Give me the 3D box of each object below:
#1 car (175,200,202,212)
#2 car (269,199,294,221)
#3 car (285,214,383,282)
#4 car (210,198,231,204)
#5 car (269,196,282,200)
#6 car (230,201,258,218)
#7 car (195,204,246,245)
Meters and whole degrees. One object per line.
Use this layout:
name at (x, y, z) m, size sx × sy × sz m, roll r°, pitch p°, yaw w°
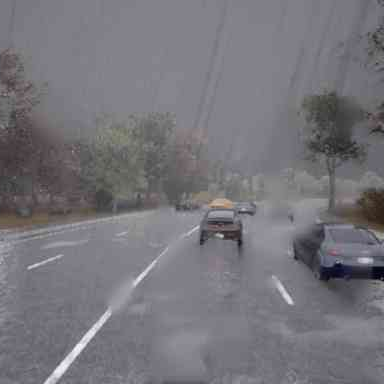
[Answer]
car at (-0.391, 1.598, 38.441) m, size 1.895 × 1.301 × 4.718 m, roll 0°, pitch 0°, yaw 19°
car at (7.277, 1.587, 26.980) m, size 2.033 × 1.411 × 5.357 m, roll 0°, pitch 0°, yaw 15°
car at (4.261, 1.583, 9.816) m, size 1.994 × 1.385 × 4.181 m, roll 0°, pitch 0°, yaw 5°
car at (3.371, 1.495, 38.531) m, size 1.882 × 1.535 × 5.008 m, roll 0°, pitch 0°, yaw 20°
car at (18.826, 1.502, 74.908) m, size 1.994 × 1.385 × 4.181 m, roll 0°, pitch 0°, yaw 34°
car at (5.397, 1.594, 32.888) m, size 1.994 × 1.385 × 4.181 m, roll 0°, pitch 0°, yaw 17°
car at (1.464, 1.514, 15.686) m, size 1.837 × 1.490 × 4.892 m, roll 0°, pitch 0°, yaw 8°
